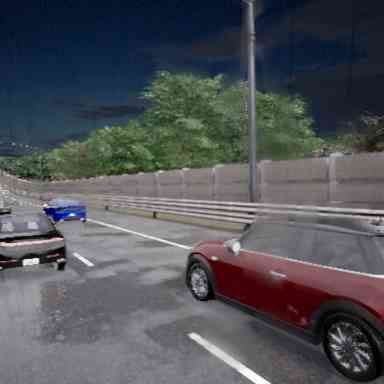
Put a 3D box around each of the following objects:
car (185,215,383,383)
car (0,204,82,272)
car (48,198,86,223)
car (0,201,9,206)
[{"bbox_3d":[1.737,1.174,5.600,2.097,1.767,4.553,-2,2,-33],"label":"car"},{"bbox_3d":[-4.964,1.356,9.612,2.128,1.511,4.902,-2,2,-32],"label":"car"},{"bbox_3d":[-8.224,1.147,21.234,1.882,1.535,5.008,-2,1,-33],"label":"car"},{"bbox_3d":[-14.926,1.325,25.246,1.895,1.301,4.718,-2,1,-32],"label":"car"}]
